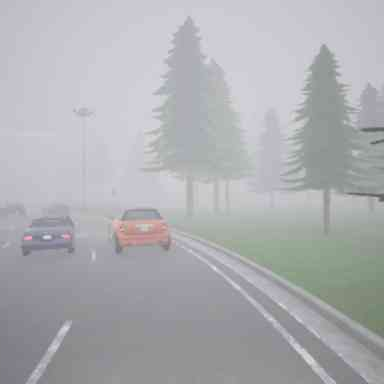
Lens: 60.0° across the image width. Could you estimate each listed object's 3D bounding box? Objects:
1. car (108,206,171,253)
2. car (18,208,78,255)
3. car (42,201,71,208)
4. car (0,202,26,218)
[{"bbox_3d":[-2.392,1.378,14.202,2.097,1.767,4.553,-1,0,-18],"label":"car"},{"bbox_3d":[-5.821,1.619,13.818,2.033,1.411,5.357,-1,0,-19],"label":"car"},{"bbox_3d":[-13.807,1.647,33.686,1.882,1.535,5.008,-1,0,-36],"label":"car"},{"bbox_3d":[-17.891,1.729,33.276,1.837,1.490,4.892,-1,0,-36],"label":"car"}]
